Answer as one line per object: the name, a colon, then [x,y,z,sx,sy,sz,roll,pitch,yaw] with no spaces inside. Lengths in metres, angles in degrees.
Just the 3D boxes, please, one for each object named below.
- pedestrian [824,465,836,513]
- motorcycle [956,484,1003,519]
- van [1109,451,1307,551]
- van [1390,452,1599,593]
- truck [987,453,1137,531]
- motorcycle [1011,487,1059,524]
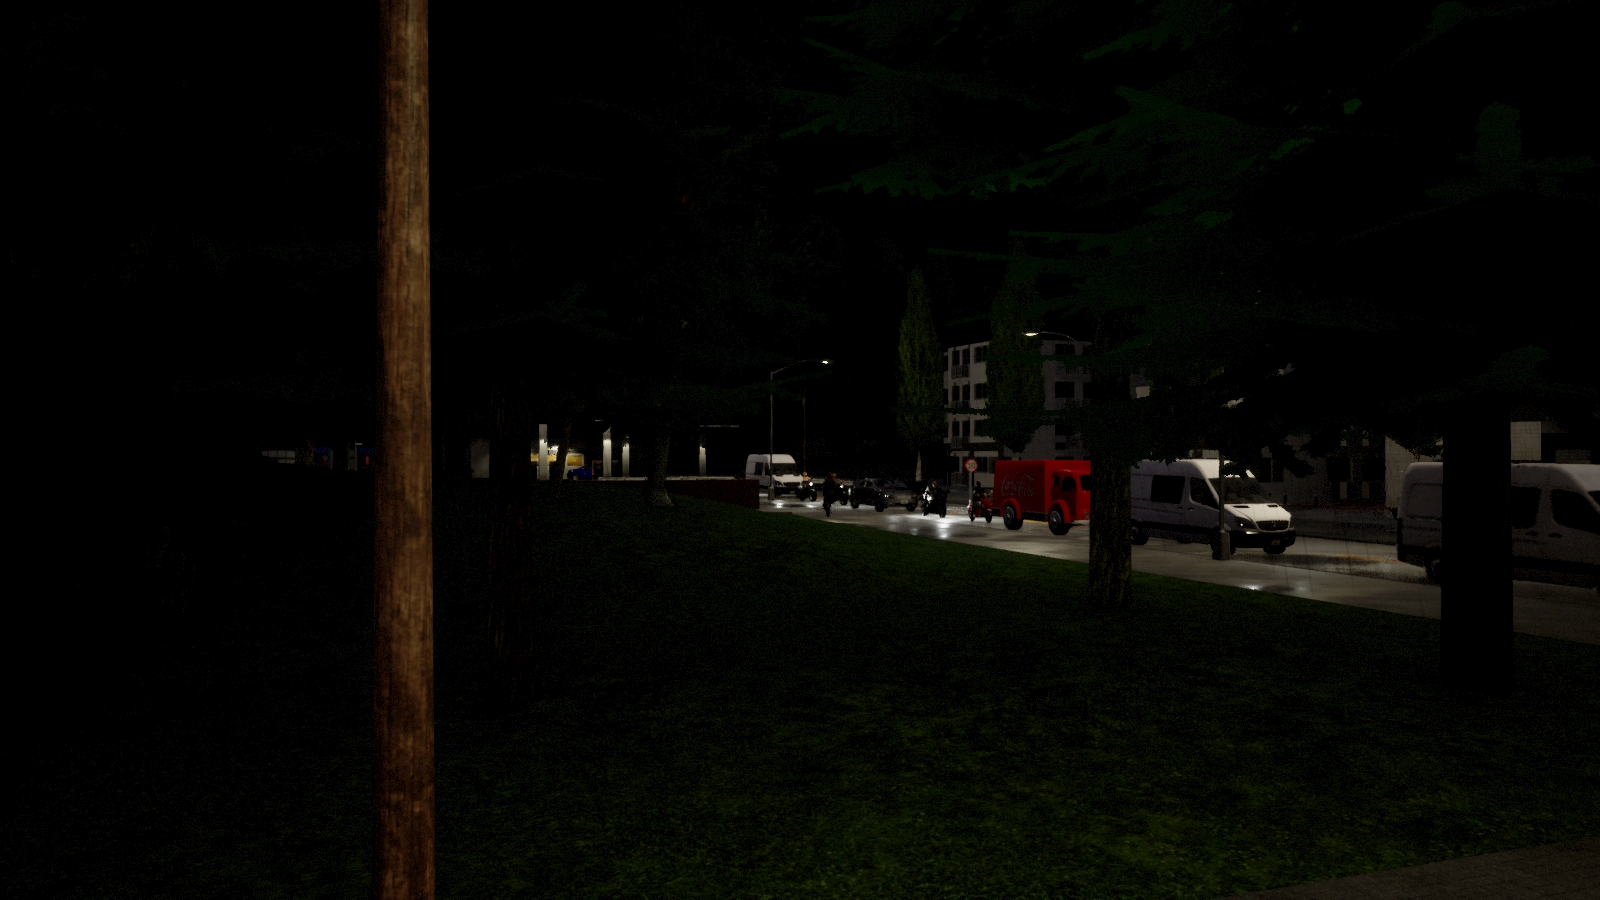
pedestrian: [1.180,1.532,45.163,0.375,1.860,0.375,0,0,-20]
motorcycle: [6.991,1.993,44.695,0.867,1.251,2.209,0,0,-20]
van: [11.387,1.323,32.508,1.988,2.561,5.915,0,0,-20]
van: [14.933,1.323,22.705,1.988,2.561,5.915,0,0,-20]
truck: [8.905,1.356,39.393,2.627,2.467,5.204,0,0,-20]
motorcycle: [8.397,1.970,40.853,0.856,1.236,1.805,0,0,-20]
